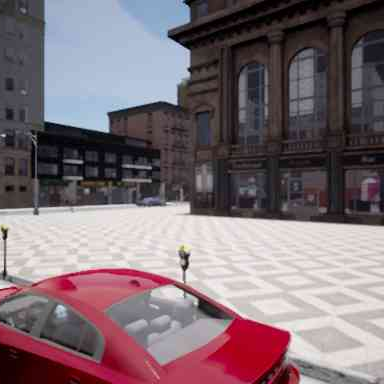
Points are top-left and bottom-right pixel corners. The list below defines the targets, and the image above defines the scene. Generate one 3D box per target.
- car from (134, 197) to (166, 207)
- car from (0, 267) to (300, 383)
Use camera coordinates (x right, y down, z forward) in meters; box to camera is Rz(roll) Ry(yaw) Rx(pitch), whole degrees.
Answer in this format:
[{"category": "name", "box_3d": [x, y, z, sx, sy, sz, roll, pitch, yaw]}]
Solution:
[{"category": "car", "box_3d": [-6.191, 1.522, 50.224, 2.033, 1.411, 5.357, 0, 0, 37]}, {"category": "car", "box_3d": [-1.168, 1.545, 3.678, 4.507, 1.381, 1.887, 0, 0, 35]}]
